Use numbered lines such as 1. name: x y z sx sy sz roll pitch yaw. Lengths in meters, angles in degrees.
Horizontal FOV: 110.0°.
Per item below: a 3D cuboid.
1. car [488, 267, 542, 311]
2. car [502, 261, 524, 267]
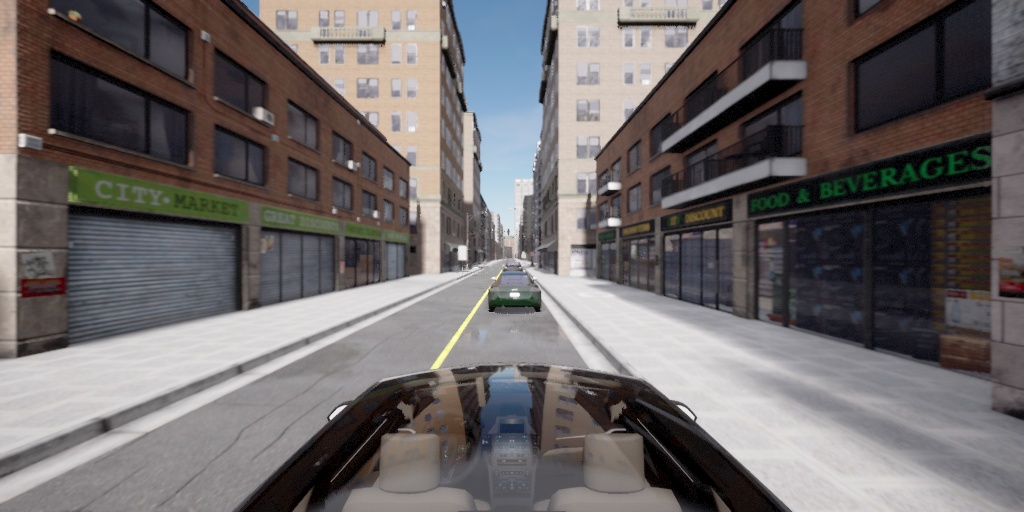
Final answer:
1. car: 0.098 1.312 14.403 1.994 1.385 4.181 0 0 0
2. car: 0.097 1.241 33.765 2.128 1.511 4.902 0 0 0
